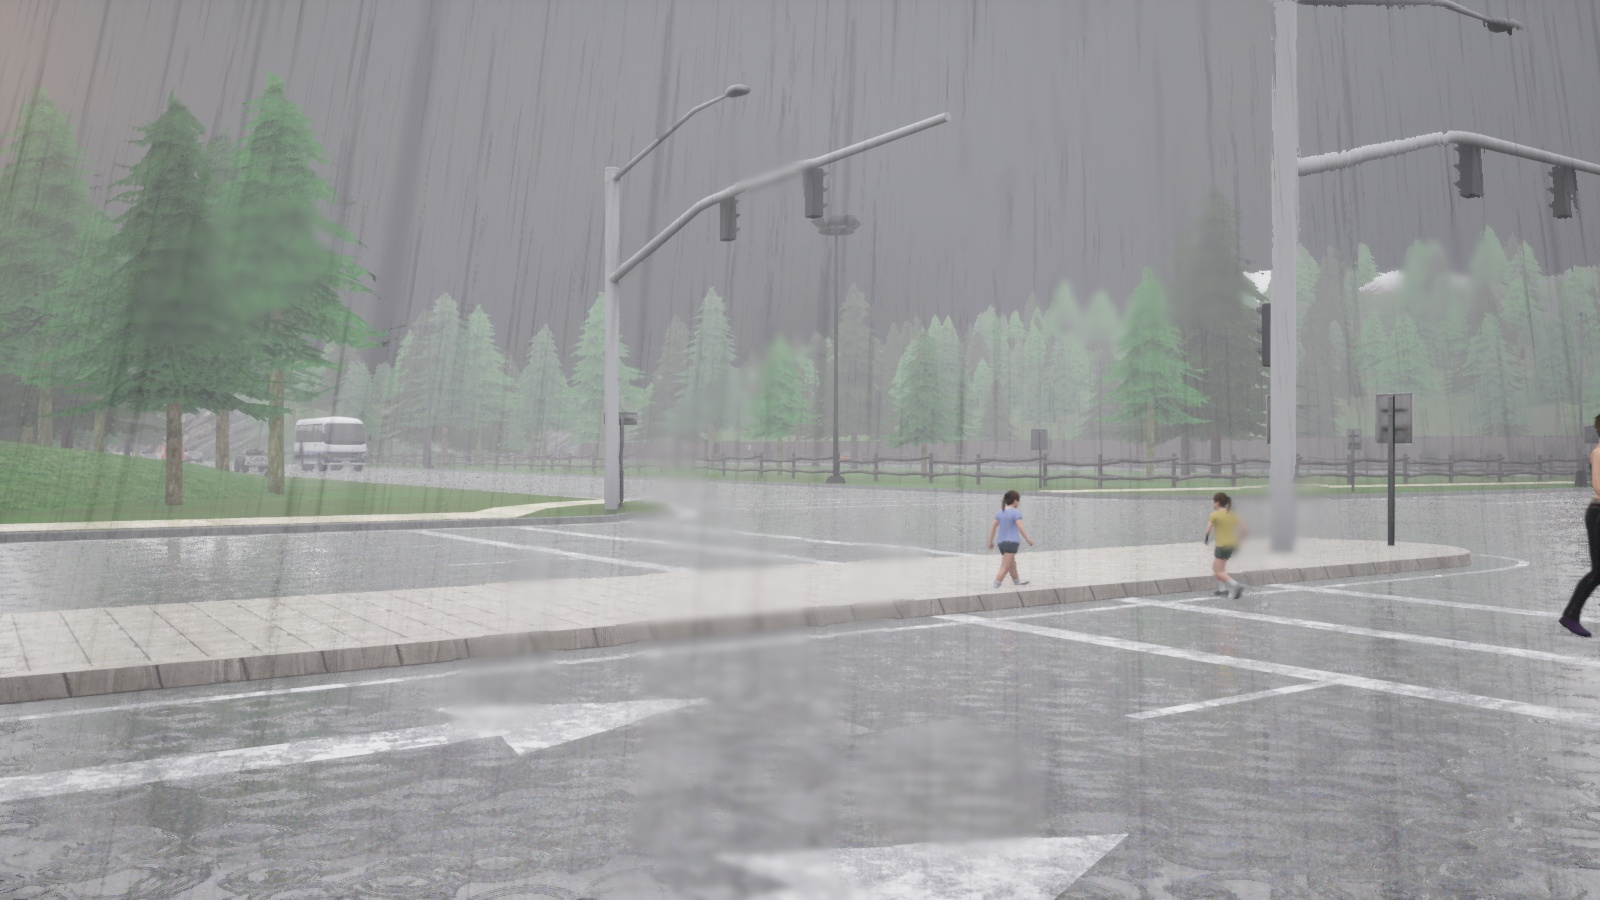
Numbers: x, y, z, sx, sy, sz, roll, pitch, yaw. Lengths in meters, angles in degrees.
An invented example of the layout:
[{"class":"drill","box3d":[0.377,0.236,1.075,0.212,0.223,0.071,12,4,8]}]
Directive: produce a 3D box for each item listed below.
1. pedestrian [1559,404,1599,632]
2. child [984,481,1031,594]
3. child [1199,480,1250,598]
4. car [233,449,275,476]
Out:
[{"class":"pedestrian","box3d":[6.558,0.545,10.194,0.345,1.836,0.594,0,0,-41]},{"class":"child","box3d":[2.086,0.869,12.602,0.394,1.110,0.255,0,0,-31]},{"class":"child","box3d":[4.117,0.850,12.183,0.255,1.110,0.394,0,0,-31]},{"class":"car","box3d":[-38.928,0.863,89.527,1.932,1.855,4.605,0,0,-34]}]
